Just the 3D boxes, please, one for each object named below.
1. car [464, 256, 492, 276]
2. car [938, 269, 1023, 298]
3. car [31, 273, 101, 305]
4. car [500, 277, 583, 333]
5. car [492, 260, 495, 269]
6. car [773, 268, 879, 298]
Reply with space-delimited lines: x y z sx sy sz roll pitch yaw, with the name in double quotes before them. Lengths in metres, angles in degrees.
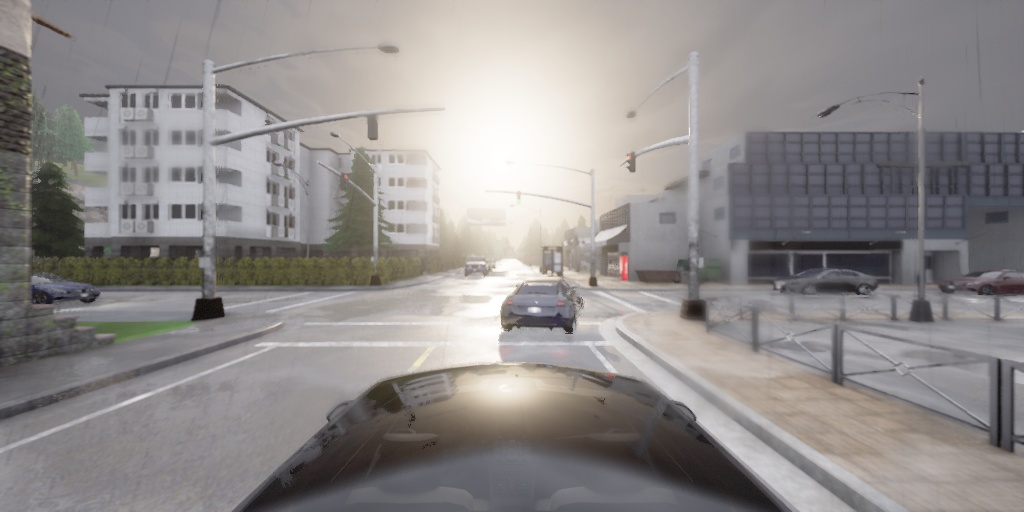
"car" -3.598 0.994 37.185 2.150 2.045 5.566 0 0 0
"car" 26.432 1.462 19.659 4.674 1.442 1.812 0 0 0
"car" -21.210 1.462 15.843 4.674 1.442 1.812 0 0 0
"car" 1.017 1.327 10.920 1.994 1.385 4.181 -1 0 13
"car" -3.587 1.379 47.078 1.895 1.301 4.718 0 0 0
"car" 17.067 1.428 19.641 4.902 1.511 2.128 0 0 0
